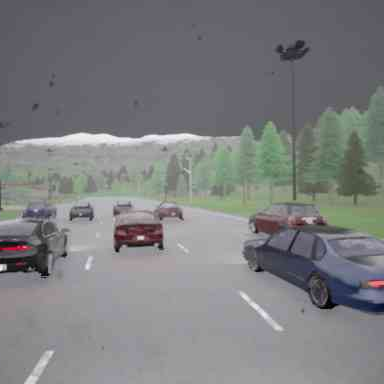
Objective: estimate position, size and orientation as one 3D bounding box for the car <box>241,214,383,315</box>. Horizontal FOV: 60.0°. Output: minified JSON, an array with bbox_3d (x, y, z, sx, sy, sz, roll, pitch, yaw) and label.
[{"bbox_3d":[2.922,1.494,7.751,2.033,1.411,5.357,-1,0,-13],"label":"car"}]

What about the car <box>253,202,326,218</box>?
[{"bbox_3d":[4.462,1.269,16.079,2.097,1.767,4.553,-1,0,-13],"label":"car"}]

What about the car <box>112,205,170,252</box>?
[{"bbox_3d":[-2.371,1.507,14.317,1.882,1.535,5.008,-1,0,-13],"label":"car"}]

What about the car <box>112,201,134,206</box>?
[{"bbox_3d":[-6.645,1.578,32.182,2.128,1.511,4.902,-1,0,-14],"label":"car"}]

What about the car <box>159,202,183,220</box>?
[{"bbox_3d":[-1.961,1.540,27.731,1.812,1.442,4.674,-1,0,-14],"label":"car"}]

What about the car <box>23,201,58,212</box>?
[{"bbox_3d":[-13.017,1.545,28.760,2.097,1.767,4.553,-1,0,-14],"label":"car"}]

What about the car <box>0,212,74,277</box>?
[{"bbox_3d":[-5.042,1.578,10.253,1.837,1.490,4.892,-1,-1,-12],"label":"car"}]

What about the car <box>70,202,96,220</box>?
[{"bbox_3d":[-9.457,1.626,28.944,2.128,1.511,4.902,-1,0,-14],"label":"car"}]
